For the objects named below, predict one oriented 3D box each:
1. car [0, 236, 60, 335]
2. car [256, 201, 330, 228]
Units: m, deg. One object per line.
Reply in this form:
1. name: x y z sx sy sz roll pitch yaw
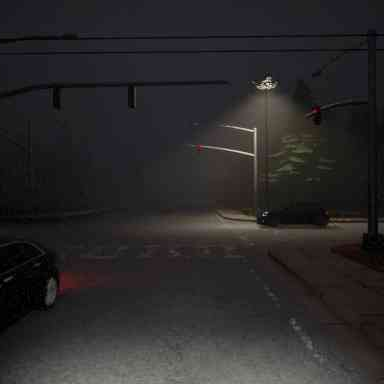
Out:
1. car: -3.645 1.531 5.093 1.837 1.490 4.892 0 -1 0
2. car: 6.633 1.403 22.187 4.553 1.767 2.097 0 0 1
